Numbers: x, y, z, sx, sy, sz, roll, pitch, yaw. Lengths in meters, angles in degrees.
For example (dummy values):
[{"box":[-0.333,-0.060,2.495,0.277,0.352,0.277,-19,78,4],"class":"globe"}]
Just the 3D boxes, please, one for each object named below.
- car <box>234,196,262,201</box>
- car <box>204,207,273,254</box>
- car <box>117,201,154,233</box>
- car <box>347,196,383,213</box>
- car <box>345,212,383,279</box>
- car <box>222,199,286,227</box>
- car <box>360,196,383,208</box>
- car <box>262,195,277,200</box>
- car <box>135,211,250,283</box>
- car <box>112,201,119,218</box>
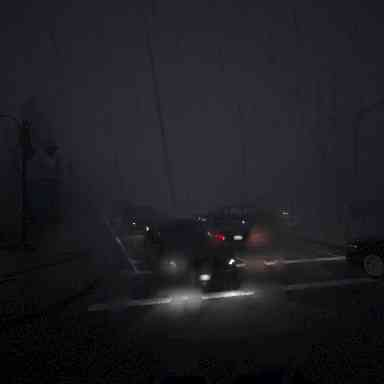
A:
[{"box":[7.366,1.287,46.156,2.007,1.523,4.514,0,0,-17],"class":"car"},{"box":[1.351,1.538,13.389,2.033,1.411,5.357,0,0,-4],"class":"car"},{"box":[-3.101,1.529,19.945,2.033,1.411,5.357,0,0,-17],"class":"car"},{"box":[15.598,1.355,29.196,1.970,1.475,3.806,0,0,-17],"class":"car"},{"box":[6.531,1.475,8.238,5.008,1.535,1.882,0,0,39],"class":"car"},{"box":[2.849,1.466,19.893,5.357,1.411,2.033,-3,1,-15],"class":"car"},{"box":[23.911,1.273,43.180,1.845,1.501,3.633,0,0,-17],"class":"car"},{"box":[10.355,1.277,47.111,2.152,1.636,5.027,0,0,-17],"class":"car"},{"box":[-0.371,1.542,10.110,2.033,1.411,5.357,0,0,-15],"class":"car"},{"box":[-6.258,1.515,30.098,2.033,1.411,5.357,0,0,-17],"class":"car"}]
